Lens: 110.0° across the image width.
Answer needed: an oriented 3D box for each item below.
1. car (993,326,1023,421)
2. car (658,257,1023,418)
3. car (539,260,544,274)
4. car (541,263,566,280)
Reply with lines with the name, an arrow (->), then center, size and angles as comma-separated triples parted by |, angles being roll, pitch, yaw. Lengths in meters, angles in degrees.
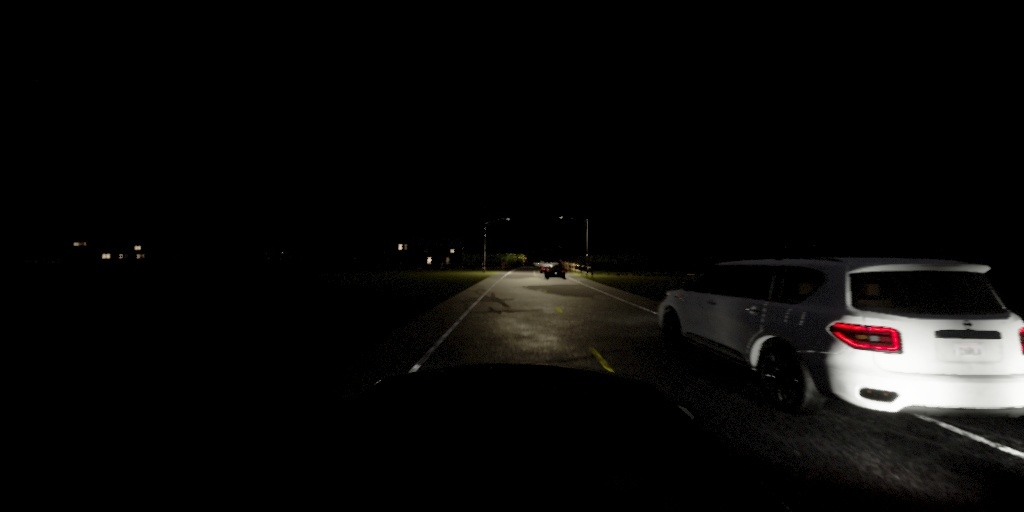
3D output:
car -> 4.531, 1.274, 0.229 | 1.837, 1.490, 4.892 | 0, 0, 0
car -> 4.559, 1.044, 6.242 | 2.150, 2.045, 5.566 | 0, 0, 0
car -> 4.821, 1.712, 50.250 | 2.033, 1.411, 5.357 | 0, 0, 3
car -> 4.305, 1.622, 36.386 | 1.994, 1.385, 4.181 | 0, 0, 3
